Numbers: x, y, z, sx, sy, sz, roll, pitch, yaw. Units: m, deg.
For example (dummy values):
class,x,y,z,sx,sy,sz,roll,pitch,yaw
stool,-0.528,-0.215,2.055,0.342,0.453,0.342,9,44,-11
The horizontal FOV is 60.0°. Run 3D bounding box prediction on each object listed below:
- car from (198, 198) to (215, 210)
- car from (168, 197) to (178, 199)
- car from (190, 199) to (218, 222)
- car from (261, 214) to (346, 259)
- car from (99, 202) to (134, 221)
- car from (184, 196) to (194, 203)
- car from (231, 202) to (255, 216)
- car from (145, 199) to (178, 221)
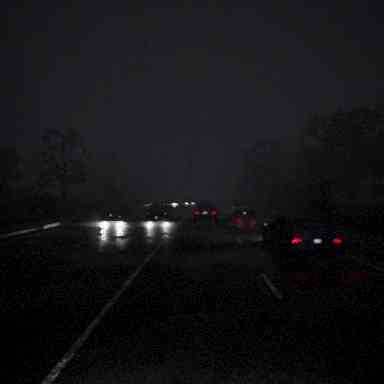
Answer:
class,x,y,z,sx,sy,sz,roll,pitch,yaw
car,1.869,1.561,42.985,1.994,1.385,4.181,0,0,3
car,-4.018,1.579,68.207,1.895,1.301,4.718,0,0,3
car,1.075,1.546,26.559,2.033,1.411,5.357,0,0,3
car,3.942,1.552,12.669,2.033,1.411,5.357,0,0,2
car,-6.099,1.551,27.253,1.994,1.385,4.181,0,0,3
car,-0.482,1.545,68.889,1.994,1.385,4.181,0,0,3
car,4.852,1.604,32.210,1.895,1.301,4.718,0,0,3
car,-2.573,1.540,27.743,2.033,1.411,5.357,0,0,3
